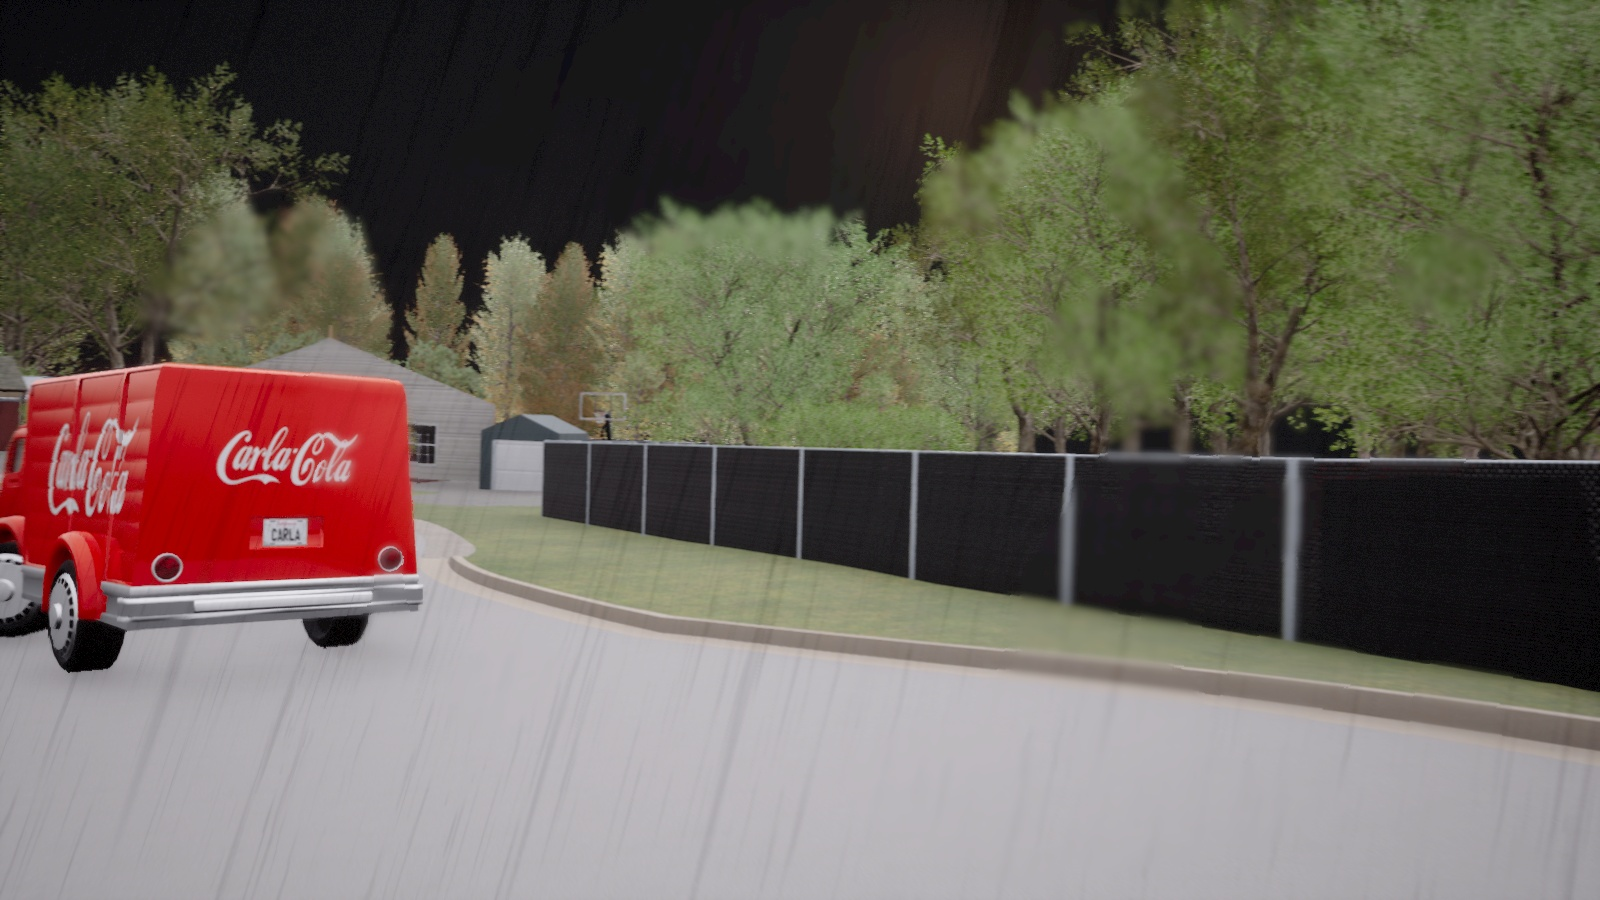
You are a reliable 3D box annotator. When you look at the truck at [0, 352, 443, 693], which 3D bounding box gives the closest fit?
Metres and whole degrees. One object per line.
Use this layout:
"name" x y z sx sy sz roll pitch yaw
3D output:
"truck" -5.952 0.577 11.838 5.204 2.467 2.627 -1 -2 43
